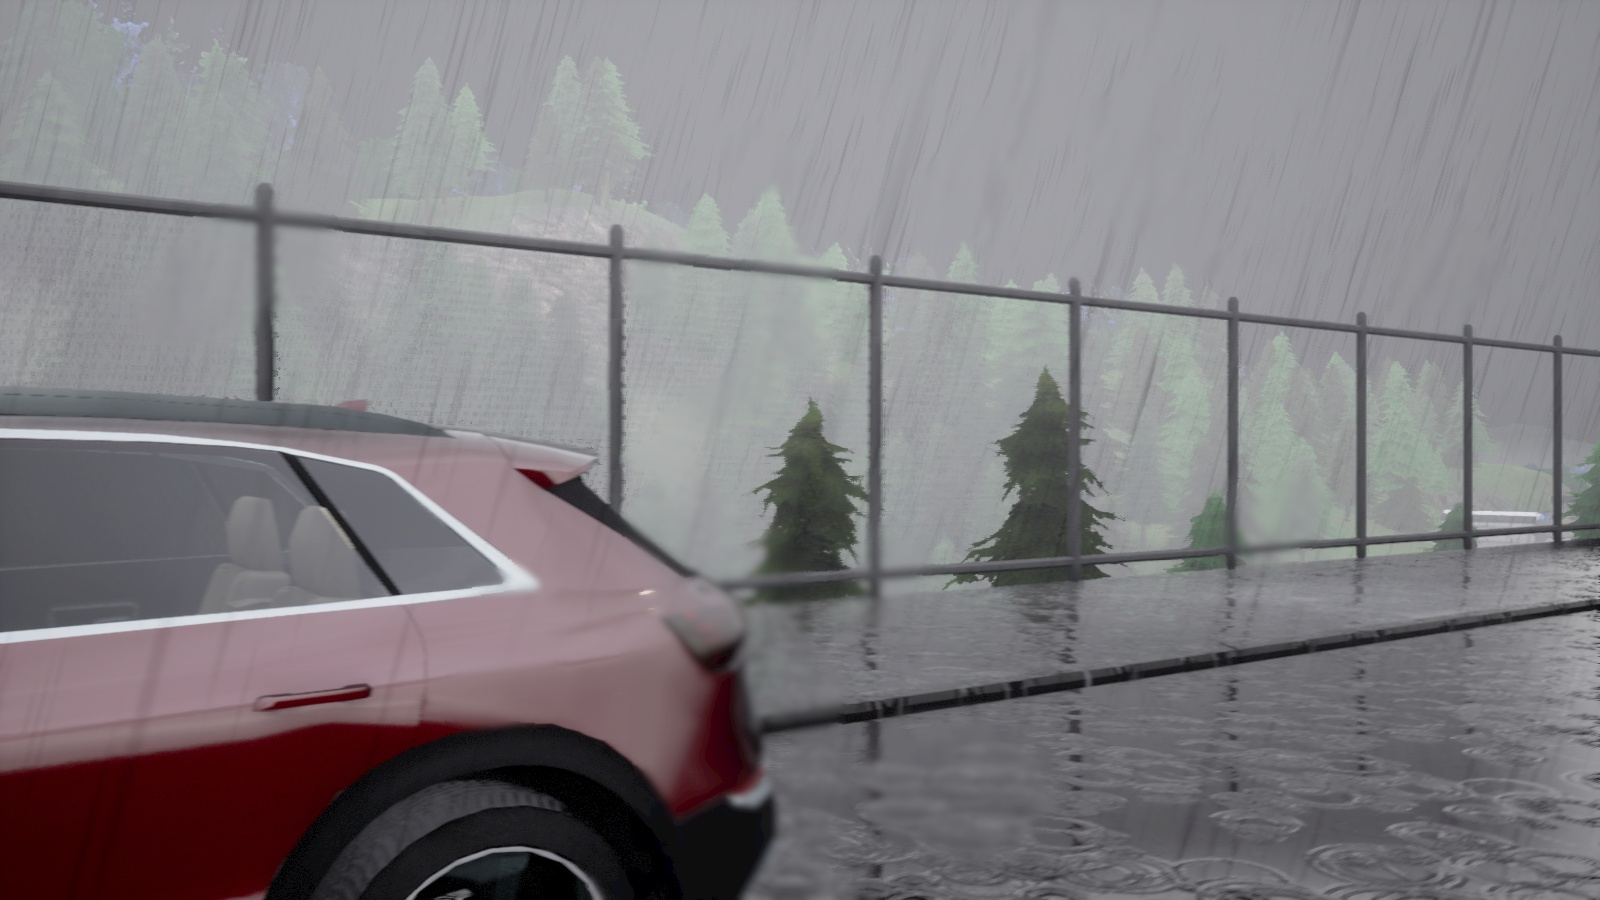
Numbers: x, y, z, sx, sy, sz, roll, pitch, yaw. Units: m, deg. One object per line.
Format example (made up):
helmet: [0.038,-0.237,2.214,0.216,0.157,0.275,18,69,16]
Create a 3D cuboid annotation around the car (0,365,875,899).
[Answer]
car: [-2.385,0.686,2.606,4.856,1.649,2.033,0,0,-35]
